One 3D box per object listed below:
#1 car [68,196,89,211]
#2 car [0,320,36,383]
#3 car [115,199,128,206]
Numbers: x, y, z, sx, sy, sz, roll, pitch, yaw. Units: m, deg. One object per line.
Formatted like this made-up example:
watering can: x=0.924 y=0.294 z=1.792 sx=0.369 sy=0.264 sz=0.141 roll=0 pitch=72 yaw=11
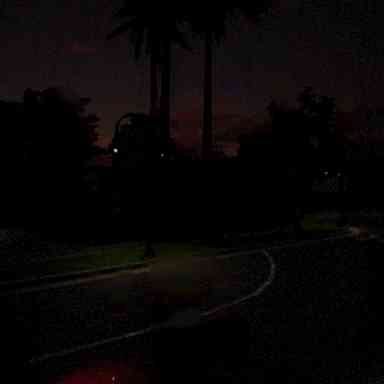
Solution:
car: x=-14.686 y=1.415 z=39.489 sx=4.605 sy=1.855 sz=1.932 roll=0 pitch=0 yaw=-40
car: x=-3.599 y=1.555 z=1.466 sx=5.357 sy=1.411 sz=2.033 roll=0 pitch=0 yaw=-34
car: x=-13.244 y=2.043 z=64.177 sx=1.812 sy=1.442 sz=4.674 roll=0 pitch=0 yaw=-40
